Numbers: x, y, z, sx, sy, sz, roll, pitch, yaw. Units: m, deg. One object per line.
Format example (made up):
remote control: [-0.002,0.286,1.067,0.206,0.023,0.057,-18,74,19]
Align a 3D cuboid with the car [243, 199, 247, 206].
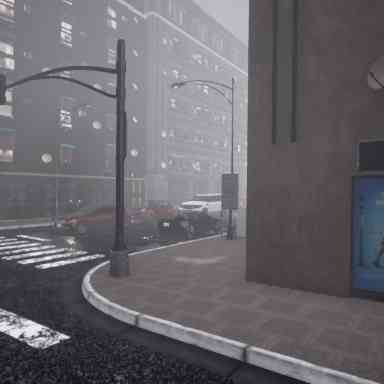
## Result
car: [7.062,1.289,37.234,2.097,1.767,4.553,1,1,35]

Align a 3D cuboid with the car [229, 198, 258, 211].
car: [6.348,1.483,40.530,1.802,1.307,4.206,1,1,35]

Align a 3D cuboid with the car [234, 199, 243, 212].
car: [3.141,1.223,35.954,2.192,1.841,5.009,1,1,35]

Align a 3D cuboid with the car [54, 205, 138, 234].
car: [-5.588,1.489,19.232,1.812,1.442,4.674,1,0,35]

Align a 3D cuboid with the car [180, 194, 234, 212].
car: [1.185,1.171,28.877,2.150,2.045,5.566,1,1,35]

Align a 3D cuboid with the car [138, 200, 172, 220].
car: [-3.280,1.362,26.807,1.967,1.590,4.097,1,1,35]

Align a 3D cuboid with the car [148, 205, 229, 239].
car: [-0.041,1.599,17.708,1.947,1.339,4.313,1,1,35]
